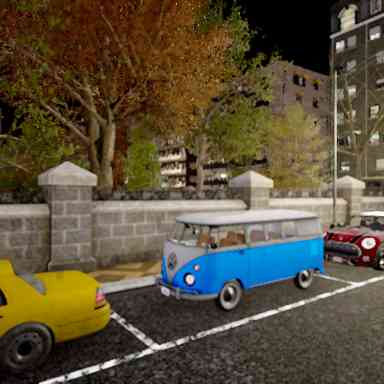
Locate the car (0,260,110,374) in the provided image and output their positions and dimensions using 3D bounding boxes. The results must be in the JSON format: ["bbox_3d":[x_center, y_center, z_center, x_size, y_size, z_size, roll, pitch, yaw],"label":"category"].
[{"bbox_3d":[-3.492,1.528,4.057,4.829,1.417,1.752,0,1,-35],"label":"car"}]

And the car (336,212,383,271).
[{"bbox_3d":[5.787,1.393,10.673,4.097,1.590,1.967,0,1,-35],"label":"car"}]

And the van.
[{"bbox_3d":[1.218,1.319,7.413,3.998,1.788,1.690,0,1,-35],"label":"van"}]
